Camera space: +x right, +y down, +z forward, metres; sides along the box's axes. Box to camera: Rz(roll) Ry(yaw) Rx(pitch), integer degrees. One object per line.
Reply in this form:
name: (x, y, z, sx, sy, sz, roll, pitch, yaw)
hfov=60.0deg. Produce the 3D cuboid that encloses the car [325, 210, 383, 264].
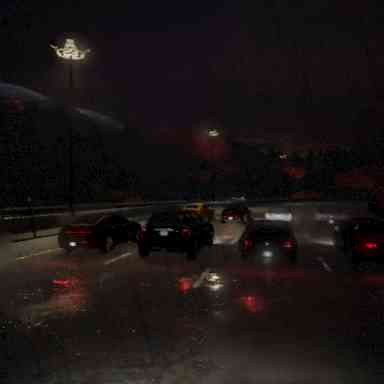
car: (6.311, 1.601, 11.781, 2.033, 1.411, 5.357, -1, 0, 14)

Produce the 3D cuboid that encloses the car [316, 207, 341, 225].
car: (10.259, 1.737, 24.832, 1.895, 1.301, 4.718, -1, -1, 20)

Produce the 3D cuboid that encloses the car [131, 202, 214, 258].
car: (-0.454, 1.475, 13.571, 2.097, 1.767, 4.553, -1, -1, 14)

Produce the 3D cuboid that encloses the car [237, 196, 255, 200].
car: (12.769, 2.084, 74.088, 2.033, 1.411, 5.357, -1, -1, 36)

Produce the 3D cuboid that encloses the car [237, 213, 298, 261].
car: (2.947, 1.690, 12.742, 1.895, 1.301, 4.718, -1, 0, 14)

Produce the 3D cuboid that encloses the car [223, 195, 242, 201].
car: (10.012, 1.809, 76.249, 2.150, 2.045, 5.566, -1, -1, 36)

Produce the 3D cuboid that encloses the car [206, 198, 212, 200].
car: (4.555, 2.197, 80.640, 1.812, 1.442, 4.674, -1, -1, 36)

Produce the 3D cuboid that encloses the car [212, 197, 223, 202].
car: (7.308, 1.989, 78.483, 2.097, 1.767, 4.553, -1, -1, 36)

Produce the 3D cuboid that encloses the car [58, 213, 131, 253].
car: (-3.791, 1.669, 14.627, 1.837, 1.490, 4.892, -1, 0, 15)

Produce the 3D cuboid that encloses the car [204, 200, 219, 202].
car: (0.488, 1.728, 28.662, 1.882, 1.535, 5.008, -1, 0, 20)

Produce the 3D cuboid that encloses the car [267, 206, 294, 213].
car: (6.959, 1.775, 25.998, 1.895, 1.301, 4.718, -1, -1, 20)

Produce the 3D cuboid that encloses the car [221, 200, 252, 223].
car: (3.727, 1.720, 27.339, 1.837, 1.490, 4.892, -1, 0, 20)
